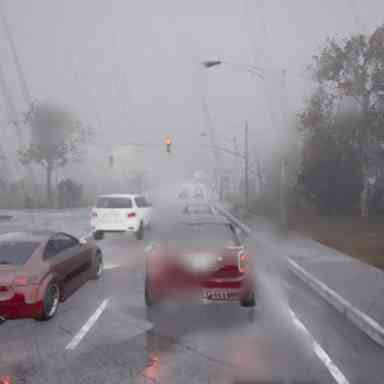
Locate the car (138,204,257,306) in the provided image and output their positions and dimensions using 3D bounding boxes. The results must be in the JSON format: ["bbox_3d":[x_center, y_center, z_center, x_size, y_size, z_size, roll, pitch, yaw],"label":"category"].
[{"bbox_3d":[0.175,1.297,8.041,2.097,1.767,4.553,0,0,1],"label":"car"}]

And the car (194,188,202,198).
[{"bbox_3d":[1.388,0.508,75.514,1.812,1.442,4.674,0,3,1],"label":"car"}]

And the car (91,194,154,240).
[{"bbox_3d":[-3.243,1.109,16.578,2.150,2.045,5.566,0,0,3],"label":"car"}]

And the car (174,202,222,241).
[{"bbox_3d":[0.293,1.376,17.018,2.128,1.511,4.902,0,0,1],"label":"car"}]

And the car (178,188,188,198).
[{"bbox_3d":[-2.112,0.536,75.589,1.994,1.385,4.181,0,3,1],"label":"car"}]

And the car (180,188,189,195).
[{"bbox_3d":[-1.903,-0.221,85.583,2.033,1.411,5.357,0,3,1],"label":"car"}]

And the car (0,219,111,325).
[{"bbox_3d":[-3.336,1.515,7.163,1.994,1.385,4.181,0,0,0],"label":"car"}]
